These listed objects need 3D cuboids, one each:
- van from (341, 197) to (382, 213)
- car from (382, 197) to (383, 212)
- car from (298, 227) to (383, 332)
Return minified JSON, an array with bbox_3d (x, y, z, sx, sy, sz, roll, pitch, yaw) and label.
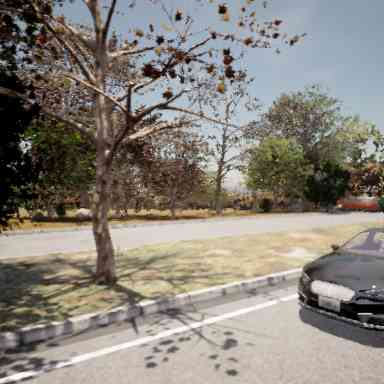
[{"bbox_3d":[22.127,1.671,44.263,1.878,1.987,4.442,2,-1,-35],"label":"van"},{"bbox_3d":[24.534,1.731,45.868,2.435,2.045,5.566,2,-1,-35],"label":"car"},{"bbox_3d":[4.144,1.480,6.641,4.902,1.511,2.128,0,0,-35],"label":"car"}]
